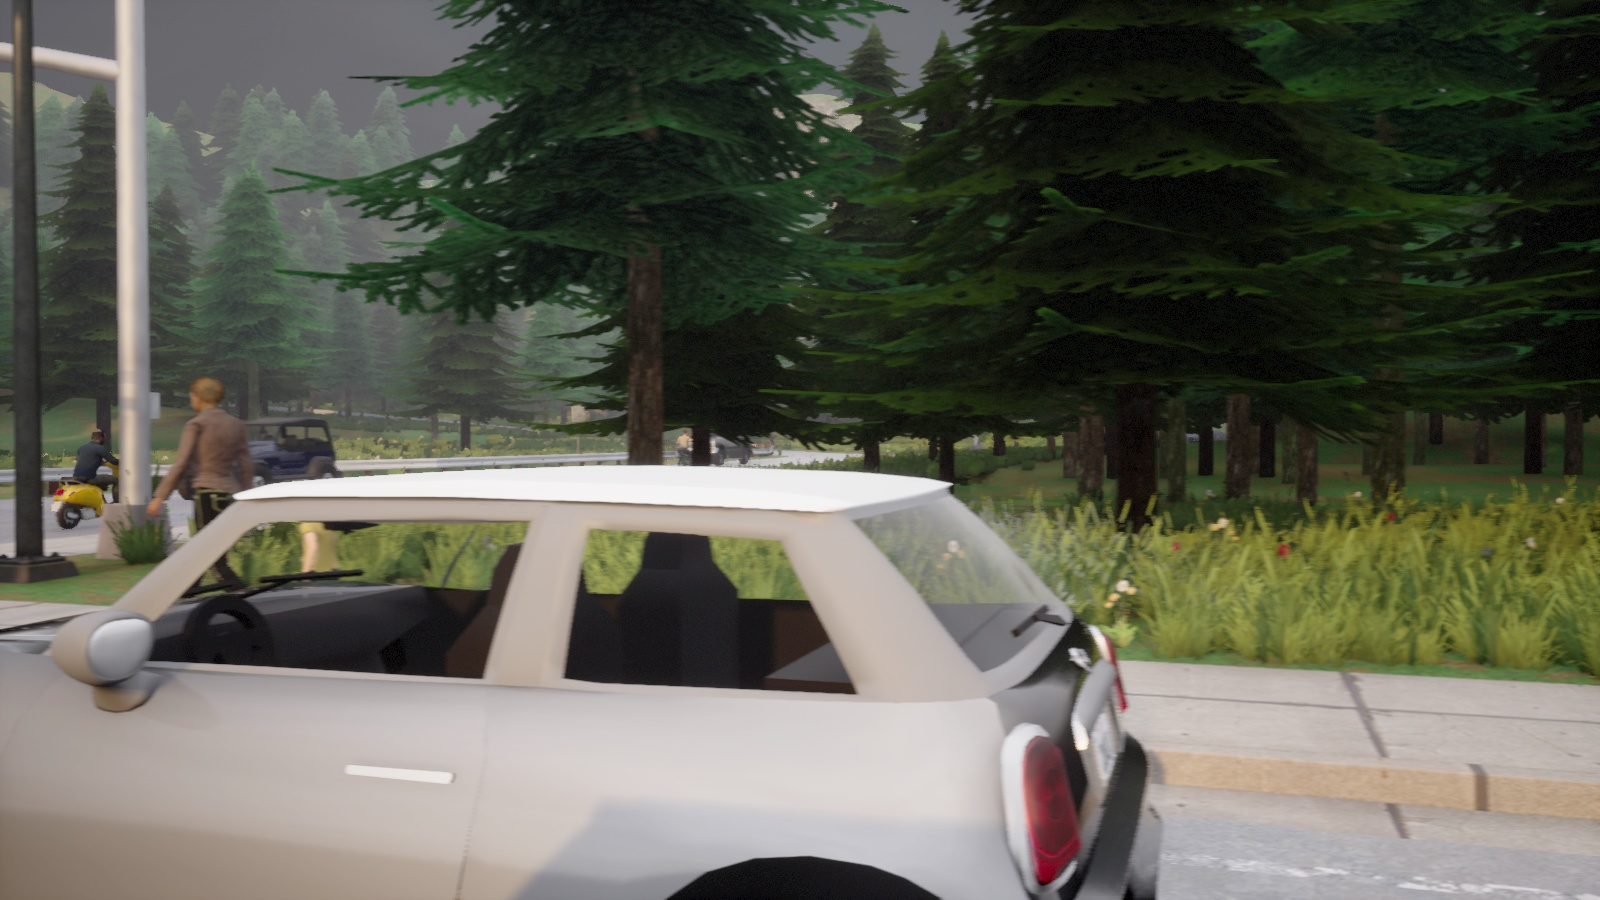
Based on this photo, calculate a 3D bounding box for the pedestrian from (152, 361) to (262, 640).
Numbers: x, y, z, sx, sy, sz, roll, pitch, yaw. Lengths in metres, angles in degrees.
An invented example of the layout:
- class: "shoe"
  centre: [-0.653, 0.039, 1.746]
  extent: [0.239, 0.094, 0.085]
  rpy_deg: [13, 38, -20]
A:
- class: "pedestrian"
  centre: [-4.049, 0.328, 8.583]
  extent: [0.634, 1.846, 0.331]
  rpy_deg: [1, 1, 22]

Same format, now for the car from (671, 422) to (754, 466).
- class: "car"
  centre: [-3.759, -0.279, 54.940]
  extent: [1.932, 1.855, 4.605]
  rpy_deg: [1, 1, 20]

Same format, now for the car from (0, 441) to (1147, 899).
- class: "car"
  centre: [-1.053, 0.731, 3.547]
  extent: [3.806, 1.475, 1.970]
  rpy_deg: [1, 1, 19]

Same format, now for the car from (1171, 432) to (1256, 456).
- class: "car"
  centre: [26.854, -0.404, 81.709]
  extent: [4.892, 1.490, 1.837]
  rpy_deg: [0, 0, -2]

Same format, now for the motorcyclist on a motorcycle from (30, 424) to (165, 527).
- class: "motorcyclist on a motorcycle"
  centre: [-11.444, 0.380, 20.535]
  extent: [0.866, 1.590, 1.817]
  rpy_deg: [1, 1, 18]

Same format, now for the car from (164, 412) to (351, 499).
- class: "car"
  centre: [-12.426, 0.082, 29.025]
  extent: [1.905, 1.878, 3.866]
  rpy_deg: [1, 1, 18]
